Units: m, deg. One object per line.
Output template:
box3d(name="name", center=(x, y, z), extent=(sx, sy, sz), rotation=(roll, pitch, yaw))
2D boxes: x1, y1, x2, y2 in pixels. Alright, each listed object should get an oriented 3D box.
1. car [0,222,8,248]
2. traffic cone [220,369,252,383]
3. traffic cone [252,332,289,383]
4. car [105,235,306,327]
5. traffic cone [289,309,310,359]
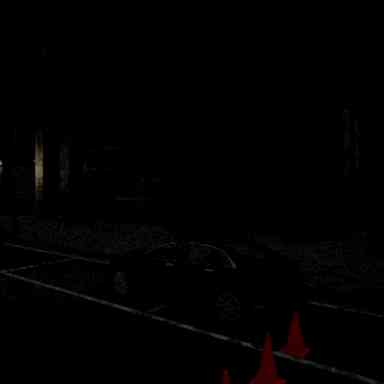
box3d(name="car", center=(-9.121, 1.524, 13.435), extent=(4.403, 1.369, 2.008), rotation=(0, -1, 35))
box3d(name="traffic cone", center=(0.310, 1.966, 3.119), extent=(0.340, 0.580, 0.340), rotation=(0, 0, 35))
box3d(name="traffic cone", center=(0.889, 1.971, 3.934), extent=(0.340, 0.580, 0.340), rotation=(0, 0, 35))
box3d(name="car", center=(0.052, 1.567, 6.923), extent=(4.403, 1.369, 2.008), rotation=(0, -1, 35))
box3d(name="traffic cone", center=(1.468, 1.976, 4.749), extent=(0.340, 0.580, 0.340), rotation=(0, 0, 35))
